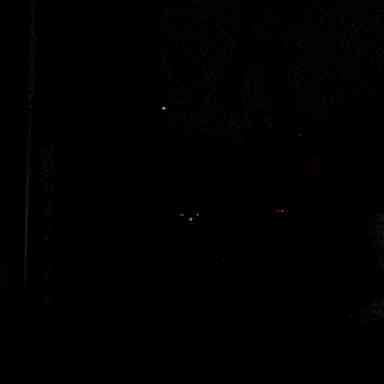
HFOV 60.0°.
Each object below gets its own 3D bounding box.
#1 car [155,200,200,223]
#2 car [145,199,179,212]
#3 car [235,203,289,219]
[{"bbox_3d":[-1.608,1.491,25.078,2.033,1.411,5.357,2,-1,-36],"label":"car"},{"bbox_3d":[-3.681,1.611,39.507,1.895,1.301,4.718,2,0,-36],"label":"car"},{"bbox_3d":[6.406,1.709,30.975,2.033,1.411,5.357,2,-1,-36],"label":"car"}]
